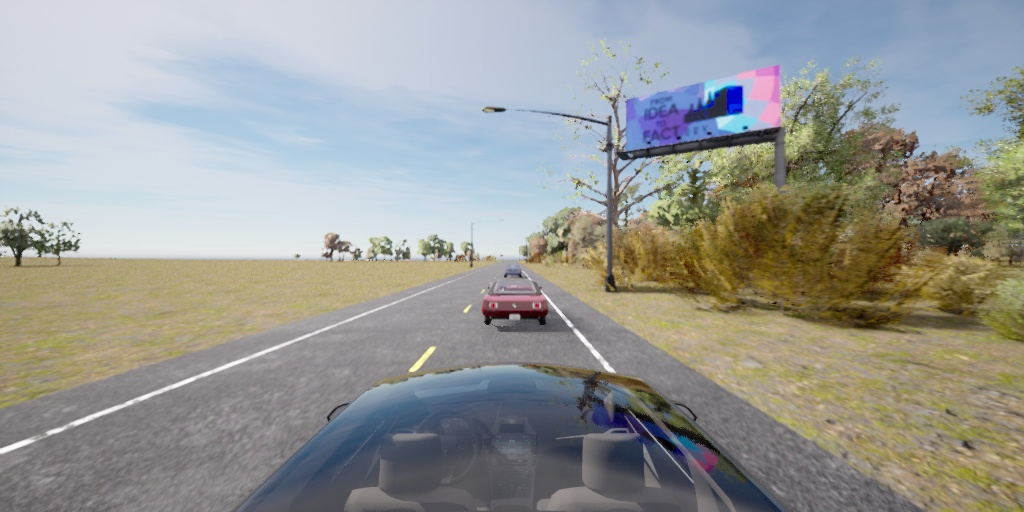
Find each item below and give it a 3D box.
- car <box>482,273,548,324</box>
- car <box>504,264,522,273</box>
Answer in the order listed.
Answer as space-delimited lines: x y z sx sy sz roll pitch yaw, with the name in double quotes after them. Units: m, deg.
0.092 1.424 12.215 1.895 1.301 4.718 0 0 0 "car"
0.099 1.555 38.843 2.033 1.411 5.357 0 0 0 "car"
